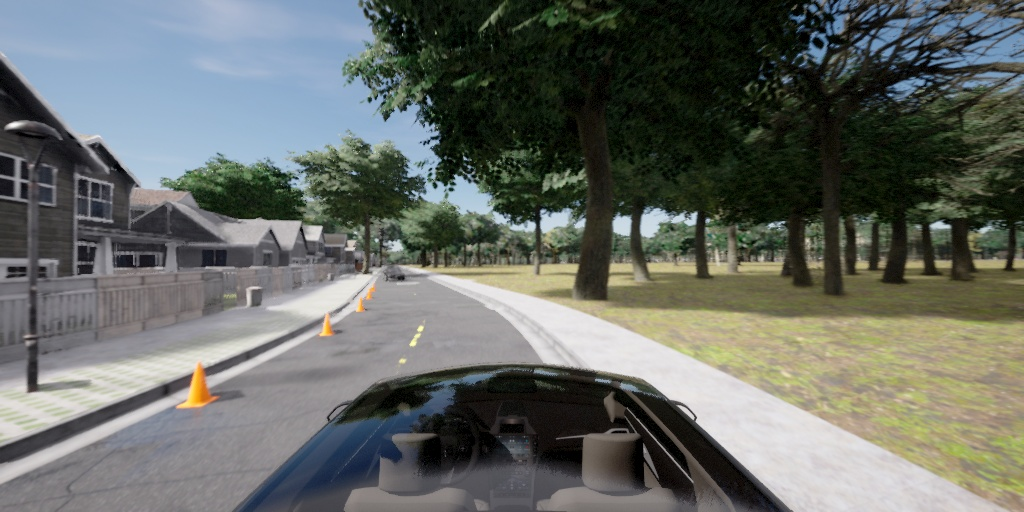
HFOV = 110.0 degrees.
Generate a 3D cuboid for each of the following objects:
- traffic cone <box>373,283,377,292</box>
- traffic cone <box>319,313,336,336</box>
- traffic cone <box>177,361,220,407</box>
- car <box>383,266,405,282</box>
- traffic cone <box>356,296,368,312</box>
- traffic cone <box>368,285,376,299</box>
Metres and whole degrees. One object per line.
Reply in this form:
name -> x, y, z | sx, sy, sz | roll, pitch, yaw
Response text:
traffic cone -> -9.191, 2.075, 23.845 | 0.340, 0.580, 0.340 | 0, 0, -19
traffic cone -> -5.062, 1.859, 9.839 | 0.340, 0.580, 0.340 | 0, 0, -10
traffic cone -> -4.458, 1.795, 5.113 | 0.340, 0.580, 0.340 | 0, 0, -5
car -> -12.269, 1.827, 37.098 | 1.837, 1.490, 4.892 | 0, -1, -25
traffic cone -> -6.109, 1.927, 14.486 | 0.340, 0.580, 0.340 | 0, 0, -15
traffic cone -> -7.587, 1.999, 19.110 | 0.340, 0.580, 0.340 | 0, 0, -19
